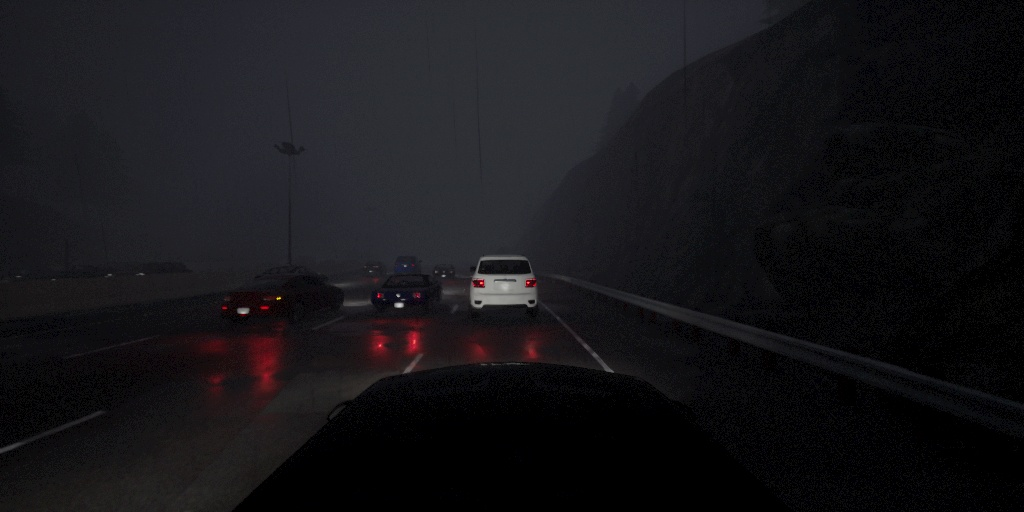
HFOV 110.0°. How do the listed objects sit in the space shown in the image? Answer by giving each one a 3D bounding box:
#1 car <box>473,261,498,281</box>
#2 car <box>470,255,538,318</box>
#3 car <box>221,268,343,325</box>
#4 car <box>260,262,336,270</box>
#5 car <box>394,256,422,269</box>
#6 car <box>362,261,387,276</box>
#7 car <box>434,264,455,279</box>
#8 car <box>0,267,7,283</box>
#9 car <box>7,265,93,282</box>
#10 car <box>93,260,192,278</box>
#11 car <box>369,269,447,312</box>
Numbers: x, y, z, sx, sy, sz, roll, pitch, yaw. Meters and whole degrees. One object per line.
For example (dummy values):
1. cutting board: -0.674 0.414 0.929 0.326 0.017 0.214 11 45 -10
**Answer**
1. car: -2.412 1.261 31.491 1.837 1.490 4.892 0 0 -9
2. car: -0.367 0.973 13.269 2.150 2.045 5.566 0 0 -4
3. car: -7.304 1.292 11.874 1.812 1.442 4.674 0 0 -3
4. car: -11.350 1.268 18.748 2.128 1.511 4.902 0 0 -5
5. car: -10.063 0.995 34.842 2.150 2.045 5.566 0 0 -10
6. car: -14.018 1.274 36.790 2.128 1.511 4.902 0 0 -11
7. car: -6.025 1.366 32.048 1.895 1.301 4.718 0 0 -9
8. car: -33.336 1.373 24.377 2.033 1.411 5.357 0 0 -8
9. car: -25.943 1.301 21.622 2.128 1.511 4.902 0 0 -7
10. car: -22.524 1.153 22.428 2.097 1.767 4.553 0 0 -8
11. car: -3.938 1.360 14.285 1.895 1.301 4.718 0 0 -4
